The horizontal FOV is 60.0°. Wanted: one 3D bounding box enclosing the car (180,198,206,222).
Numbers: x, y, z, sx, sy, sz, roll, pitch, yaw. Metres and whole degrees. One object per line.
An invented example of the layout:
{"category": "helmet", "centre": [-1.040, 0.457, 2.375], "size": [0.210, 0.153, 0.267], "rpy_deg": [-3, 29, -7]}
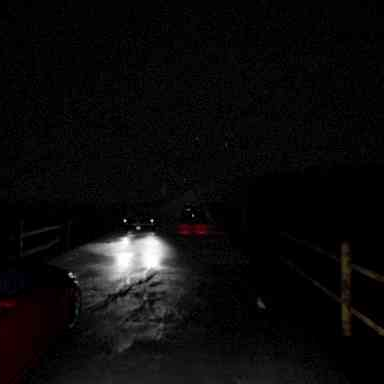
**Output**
{"category": "car", "centre": [0.088, 1.487, 26.232], "size": [2.128, 1.511, 4.902], "rpy_deg": [0, 0, 0]}

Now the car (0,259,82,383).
{"category": "car", "centre": [-2.840, 1.563, 3.946], "size": [1.994, 1.385, 4.181], "rpy_deg": [0, 0, 0]}

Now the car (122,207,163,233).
{"category": "car", "centre": [-2.828, 1.599, 19.793], "size": [1.895, 1.301, 4.718], "rpy_deg": [0, 0, 0]}

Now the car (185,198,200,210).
{"category": "car", "centre": [0.084, 1.522, 43.506], "size": [1.812, 1.442, 4.674], "rpy_deg": [0, 0, 0]}
